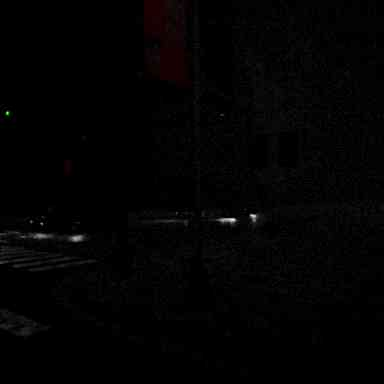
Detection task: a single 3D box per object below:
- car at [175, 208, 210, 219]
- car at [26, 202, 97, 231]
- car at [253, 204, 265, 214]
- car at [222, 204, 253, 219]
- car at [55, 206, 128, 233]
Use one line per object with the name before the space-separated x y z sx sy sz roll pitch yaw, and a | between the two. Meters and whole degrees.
car | 0.086 2.491 39.145 1.895 1.301 4.718 -1 -2 36
car | -9.659 1.798 25.585 2.150 2.045 5.566 -1 -2 36
car | 10.091 2.632 52.923 1.837 1.490 4.892 -1 -2 36
car | 5.385 2.499 40.937 1.994 1.385 4.181 -1 -2 36
car | -6.832 2.016 23.911 1.882 1.535 5.008 -1 -2 36
